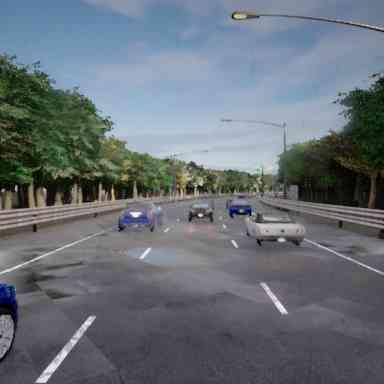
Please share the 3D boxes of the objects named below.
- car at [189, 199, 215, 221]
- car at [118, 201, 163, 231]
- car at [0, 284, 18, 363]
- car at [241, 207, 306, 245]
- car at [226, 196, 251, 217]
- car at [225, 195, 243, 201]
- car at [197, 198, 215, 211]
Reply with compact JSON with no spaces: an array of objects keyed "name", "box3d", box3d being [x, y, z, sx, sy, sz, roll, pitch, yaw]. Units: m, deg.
[{"name":"car","box3d":[0.761,1.520,26.622,1.812,1.442,4.674,0,0,3]},{"name":"car","box3d":[-3.046,1.349,20.625,2.097,1.767,4.553,0,0,2]},{"name":"car","box3d":[-3.398,1.477,2.747,1.882,1.535,5.008,0,0,0]},{"name":"car","box3d":[3.638,1.599,15.418,1.895,1.301,4.718,0,0,2]},{"name":"car","box3d":[4.410,1.470,30.976,1.882,1.535,5.008,0,0,4]},{"name":"car","box3d":[5.583,1.486,44.748,1.837,1.490,4.892,0,0,6]},{"name":"car","box3d":[1.862,1.531,41.520,2.033,1.411,5.357,0,0,5]}]
